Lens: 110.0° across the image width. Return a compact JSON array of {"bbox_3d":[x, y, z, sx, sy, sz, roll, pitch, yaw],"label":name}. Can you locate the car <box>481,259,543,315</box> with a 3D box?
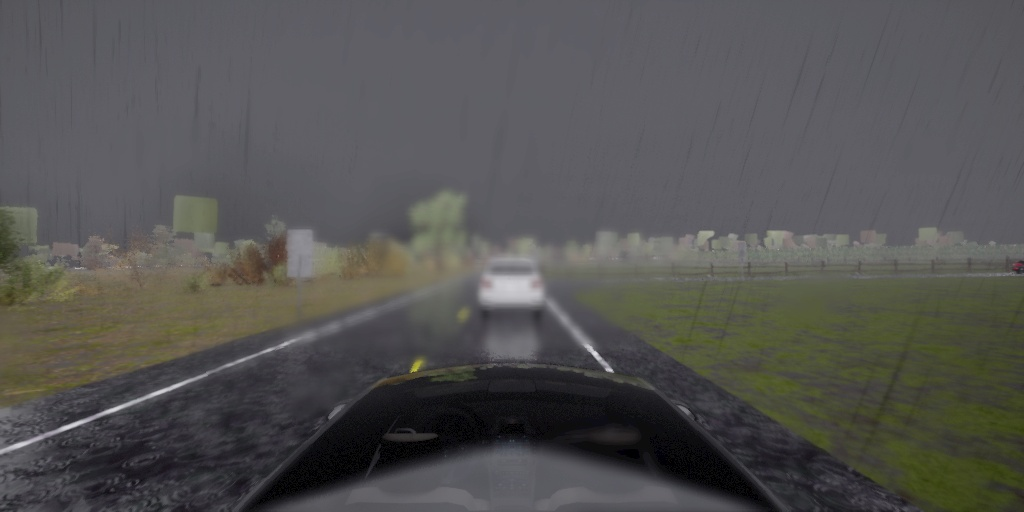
[{"bbox_3d":[0.015,1.120,14.420,2.150,2.045,5.566,0,0,0],"label":"car"}]

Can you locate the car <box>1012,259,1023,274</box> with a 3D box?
[{"bbox_3d":[45.462,0.810,30.258,4.892,1.490,1.837,-2,-1,0],"label":"car"}]
